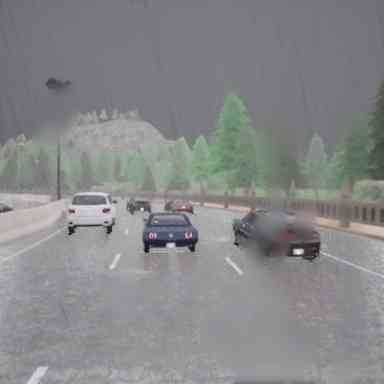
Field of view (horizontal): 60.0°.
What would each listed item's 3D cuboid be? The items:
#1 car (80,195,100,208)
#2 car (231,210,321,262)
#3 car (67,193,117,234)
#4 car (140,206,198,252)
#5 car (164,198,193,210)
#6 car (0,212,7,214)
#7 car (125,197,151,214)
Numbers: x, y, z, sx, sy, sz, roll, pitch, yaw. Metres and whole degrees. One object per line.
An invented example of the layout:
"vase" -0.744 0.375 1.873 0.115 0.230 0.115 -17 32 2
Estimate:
"car" -12.601 1.093 40.920 1.837 1.490 4.892 0 -1 -24
"car" 2.685 1.381 11.645 1.837 1.490 4.892 0 1 -7
"car" -5.378 1.038 18.296 2.150 2.045 5.566 0 1 -11
"car" -1.009 1.464 13.312 1.895 1.301 4.718 0 1 -8
"car" -1.282 1.250 30.562 1.994 1.385 4.181 0 1 -16
"car" -13.370 1.454 22.128 1.895 1.301 4.718 0 1 -14
"car" -4.989 1.193 30.768 1.837 1.490 4.892 0 1 -17
